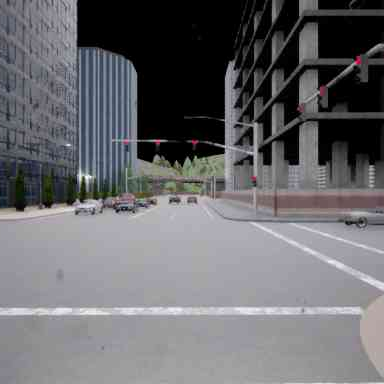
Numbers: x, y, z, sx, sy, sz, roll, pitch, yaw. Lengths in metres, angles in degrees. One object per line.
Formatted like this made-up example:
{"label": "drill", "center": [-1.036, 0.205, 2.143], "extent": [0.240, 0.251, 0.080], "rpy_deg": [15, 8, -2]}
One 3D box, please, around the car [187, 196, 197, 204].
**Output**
{"label": "car", "center": [0.052, 1.492, 64.530], "extent": [2.128, 1.511, 4.902], "rpy_deg": [0, 0, 0]}

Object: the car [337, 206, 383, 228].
{"label": "car", "center": [11.897, 1.545, 21.197], "extent": [4.718, 1.301, 1.895], "rpy_deg": [0, 0, 0]}

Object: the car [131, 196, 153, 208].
{"label": "car", "center": [-7.061, 1.564, 46.635], "extent": [1.994, 1.385, 4.181], "rpy_deg": [0, 0, 0]}

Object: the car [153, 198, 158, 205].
{"label": "car", "center": [-7.037, 1.601, 56.675], "extent": [1.895, 1.301, 4.718], "rpy_deg": [0, 0, 0]}

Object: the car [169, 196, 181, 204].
{"label": "car", "center": [-3.448, 1.505, 64.534], "extent": [1.837, 1.490, 4.892], "rpy_deg": [0, 0, 0]}

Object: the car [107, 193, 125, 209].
{"label": "car", "center": [-10.564, 1.352, 43.344], "extent": [2.097, 1.767, 4.553], "rpy_deg": [0, 0, 0]}

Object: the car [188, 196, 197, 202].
{"label": "car", "center": [0.060, 1.579, 73.635], "extent": [1.895, 1.301, 4.718], "rpy_deg": [0, 0, 0]}

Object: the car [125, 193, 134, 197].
{"label": "car", "center": [-10.553, 1.221, 53.759], "extent": [2.150, 2.045, 5.566], "rpy_deg": [0, 0, 0]}

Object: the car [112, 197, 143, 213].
{"label": "car", "center": [-7.069, 1.564, 36.726], "extent": [1.994, 1.385, 4.181], "rpy_deg": [0, 0, 0]}

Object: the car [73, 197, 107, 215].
{"label": "car", "center": [-10.570, 1.526, 34.411], "extent": [1.812, 1.442, 4.674], "rpy_deg": [0, 0, 0]}

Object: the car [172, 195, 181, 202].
{"label": "car", "center": [-3.440, 1.508, 73.608], "extent": [1.812, 1.442, 4.674], "rpy_deg": [0, 0, 0]}
